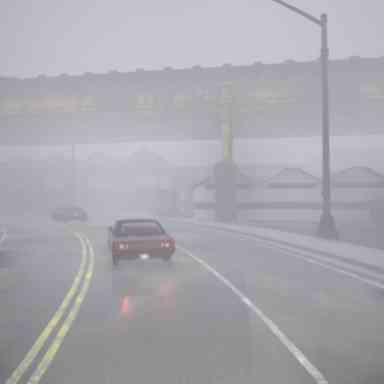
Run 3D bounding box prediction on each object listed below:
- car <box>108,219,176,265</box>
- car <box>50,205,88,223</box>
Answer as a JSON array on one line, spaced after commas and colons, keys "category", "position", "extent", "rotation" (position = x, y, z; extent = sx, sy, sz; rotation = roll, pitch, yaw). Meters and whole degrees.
[{"category": "car", "position": [-1.992, 1.602, 11.869], "extent": [1.895, 1.301, 4.718], "rotation": [0, 0, -16]}, {"category": "car", "position": [-10.216, 1.744, 27.504], "extent": [1.994, 1.385, 4.181], "rotation": [1, -1, -38]}]
